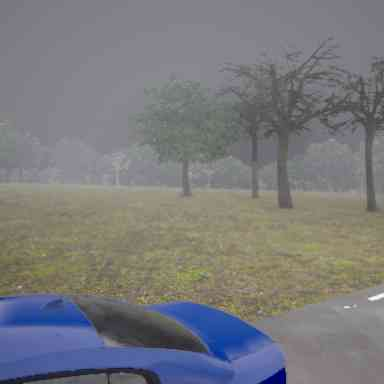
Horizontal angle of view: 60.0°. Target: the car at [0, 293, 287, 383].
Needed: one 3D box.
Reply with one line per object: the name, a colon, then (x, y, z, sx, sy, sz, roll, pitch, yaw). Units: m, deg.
car: (-1.614, 1.484, 1.768, 5.008, 1.535, 1.882, 1, -1, -34)
